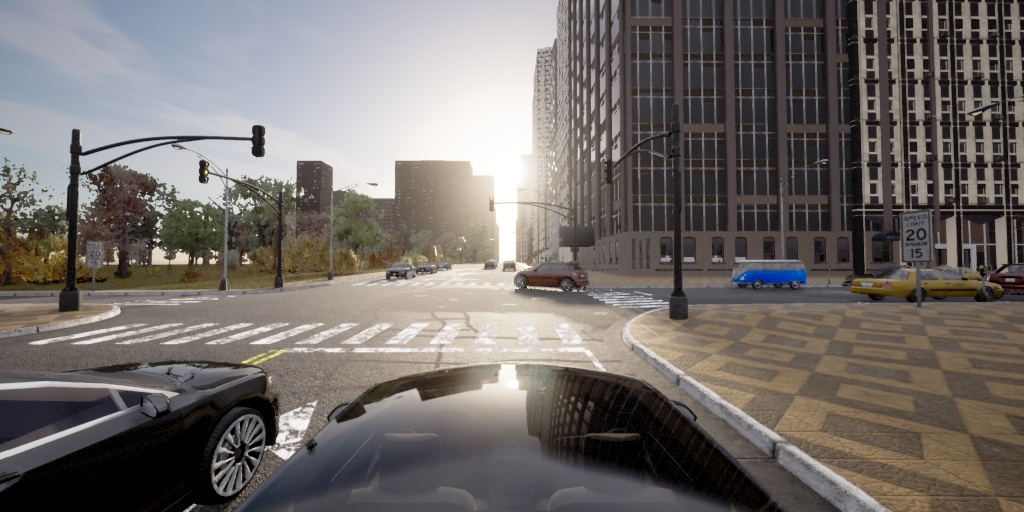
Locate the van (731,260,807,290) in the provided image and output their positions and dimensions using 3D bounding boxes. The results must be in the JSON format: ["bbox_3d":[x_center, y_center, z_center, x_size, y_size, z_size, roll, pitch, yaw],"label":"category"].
[{"bbox_3d":[15.760,1.123,22.087,3.998,1.789,1.690,0,0,-1],"label":"van"}]

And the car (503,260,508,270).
[{"bbox_3d":[-0.418,1.402,57.672,1.882,1.535,5.008,0,0,-1],"label":"car"}]

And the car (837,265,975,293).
[{"bbox_3d":[21.366,1.227,19.620,5.357,1.411,2.033,0,-2,-1],"label":"car"}]

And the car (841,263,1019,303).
[{"bbox_3d":[16.215,1.076,14.073,4.829,1.417,1.751,0,0,-1],"label":"car"}]

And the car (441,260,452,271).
[{"bbox_3d":[-10.330,1.399,54.367,2.128,1.511,4.902,0,0,-1],"label":"car"}]

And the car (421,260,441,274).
[{"bbox_3d":[-10.226,1.415,42.971,1.994,1.385,4.181,0,0,0],"label":"car"}]

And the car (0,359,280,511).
[{"bbox_3d":[-3.140,1.242,1.495,2.128,1.511,4.902,0,0,-1],"label":"car"}]

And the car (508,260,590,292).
[{"bbox_3d":[2.349,1.149,21.853,4.553,1.767,2.097,0,0,36],"label":"car"}]

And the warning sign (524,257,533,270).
[{"bbox_3d":[2.396,1.003,50.903,1.300,1.860,1.060,0,0,-1],"label":"warning sign"}]

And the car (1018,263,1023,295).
[{"bbox_3d":[21.629,0.962,14.190,4.097,1.591,1.967,0,0,-1],"label":"car"}]

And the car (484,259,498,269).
[{"bbox_3d":[-3.816,1.461,62.736,1.837,1.490,4.892,0,0,-1],"label":"car"}]

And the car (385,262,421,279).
[{"bbox_3d":[-10.148,1.320,33.073,1.837,1.490,4.892,0,0,-2],"label":"car"}]
